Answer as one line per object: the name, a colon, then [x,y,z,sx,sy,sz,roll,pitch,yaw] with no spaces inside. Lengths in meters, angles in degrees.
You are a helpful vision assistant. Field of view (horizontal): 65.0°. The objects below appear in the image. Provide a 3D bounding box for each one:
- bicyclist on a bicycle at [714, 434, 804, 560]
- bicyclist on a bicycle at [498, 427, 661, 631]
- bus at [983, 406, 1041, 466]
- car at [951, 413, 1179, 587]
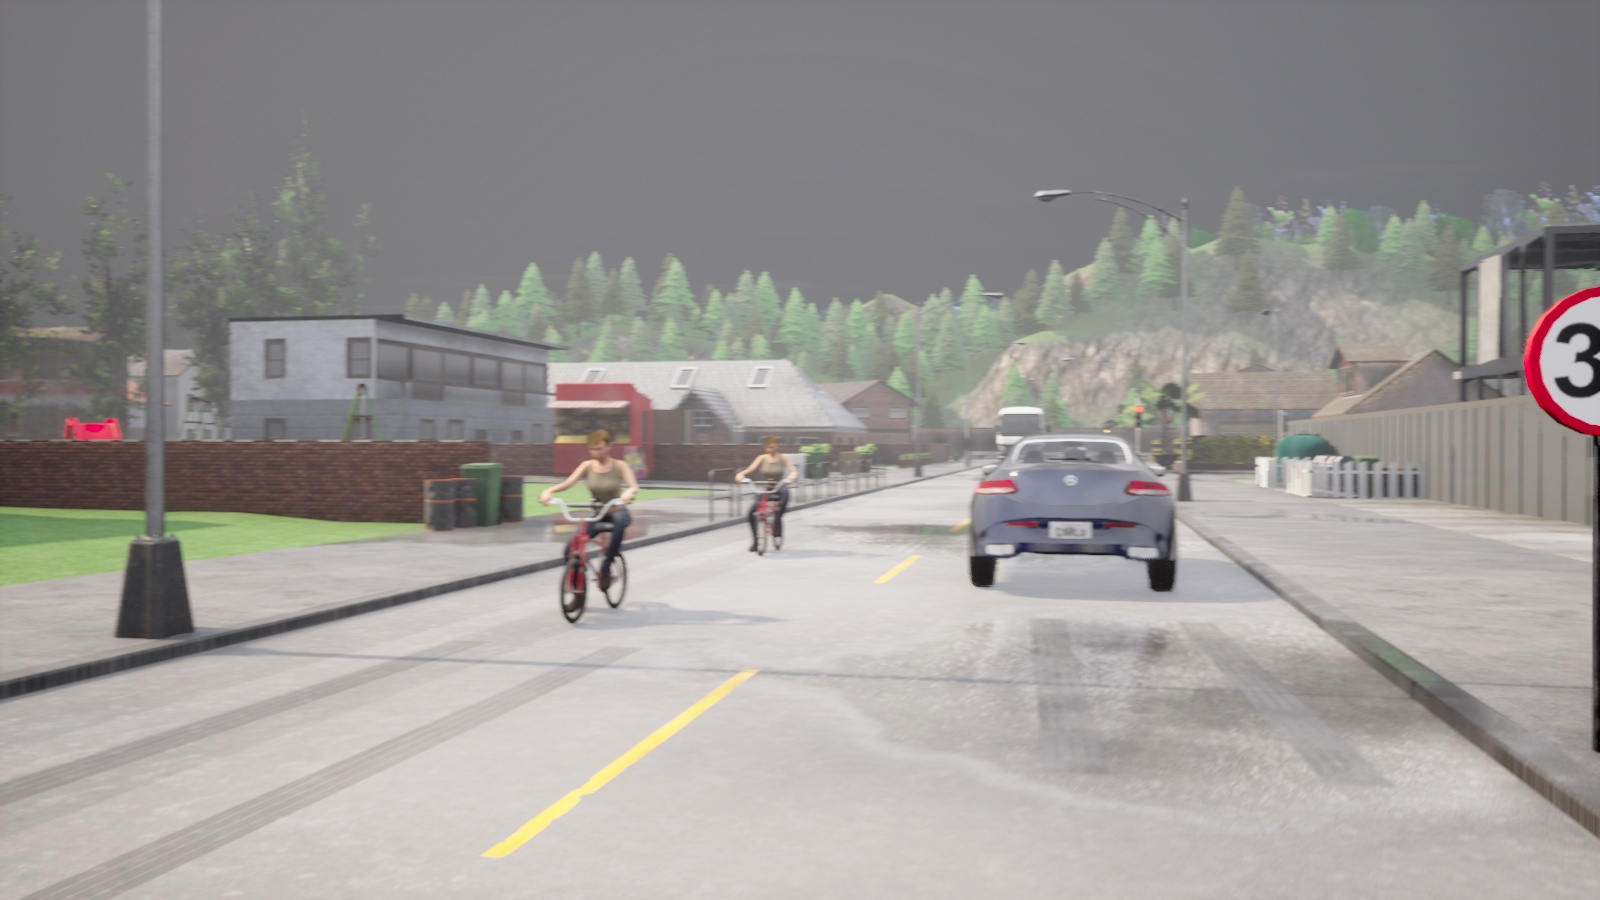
bicyclist on a bicycle: [-0.533,0.595,16.896,0.866,1.612,1.509,0,0,12]
bicyclist on a bicycle: [-1.848,0.622,10.743,0.866,1.612,1.509,0,0,12]
bus: [16.024,-1.050,94.260,3.944,4.253,10.273,0,0,11]
car: [3.069,0.462,14.608,2.152,1.651,5.027,0,0,12]
